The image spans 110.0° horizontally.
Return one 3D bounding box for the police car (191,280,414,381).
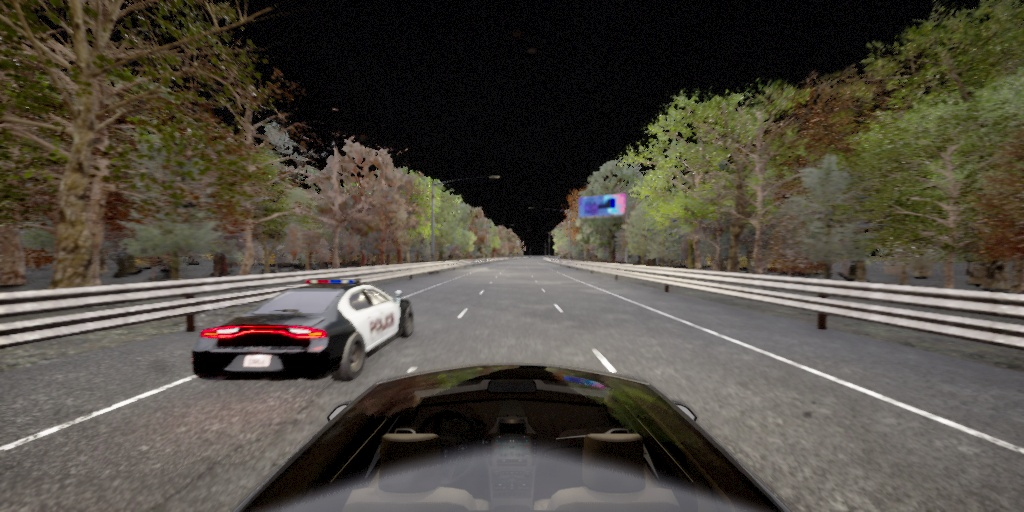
[{"bbox_3d":[-3.483,1.263,7.332,2.038,1.542,4.974,0,0,0],"label":"police car"}]
